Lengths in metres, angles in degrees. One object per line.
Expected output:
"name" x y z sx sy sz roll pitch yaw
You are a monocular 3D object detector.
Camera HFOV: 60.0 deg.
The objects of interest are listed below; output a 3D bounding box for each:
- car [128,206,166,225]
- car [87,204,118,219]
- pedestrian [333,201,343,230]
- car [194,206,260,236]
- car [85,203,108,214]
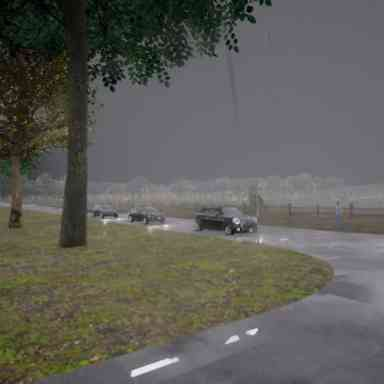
"car" -4.122 2.019 29.757 1.837 1.490 4.892 -1 0 -35
"car" -10.093 2.204 38.260 1.837 1.490 4.892 -1 0 -35
"pedestrian" 9.275 1.455 21.091 0.375 1.860 0.375 -3 1 -35
"car" 2.099 1.667 20.910 2.097 1.767 4.553 -1 0 -35
"car" -14.246 2.408 49.269 1.994 1.385 4.181 -1 0 -35
